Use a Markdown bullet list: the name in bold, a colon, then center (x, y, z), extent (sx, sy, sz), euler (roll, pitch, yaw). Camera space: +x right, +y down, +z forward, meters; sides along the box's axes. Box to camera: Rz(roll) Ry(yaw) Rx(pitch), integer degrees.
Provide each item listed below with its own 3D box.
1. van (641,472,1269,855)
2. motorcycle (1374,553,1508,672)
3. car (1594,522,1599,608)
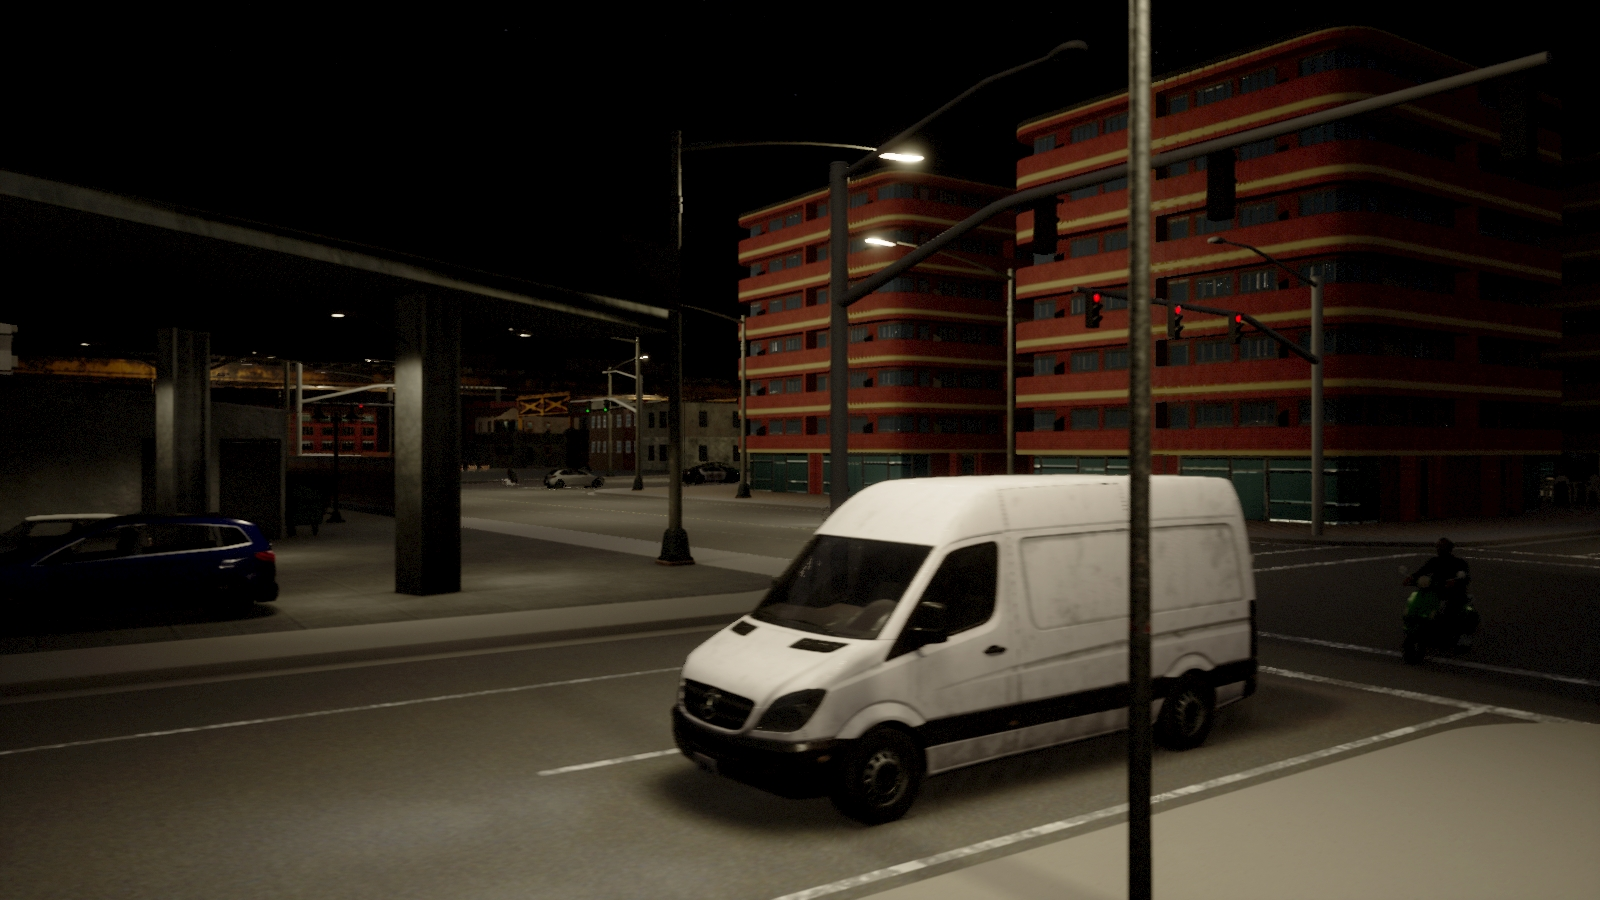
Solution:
- **van**: center (1.659, 1.535, 10.456), extent (5.915, 2.561, 1.988), euler (0, 0, -35)
- **motorcycle**: center (8.586, 2.130, 15.287), extent (1.805, 1.341, 0.856), euler (0, 0, -35)
- **car**: center (16.130, 2.039, 20.587), extent (3.633, 1.501, 1.845), euler (0, 0, -35)
